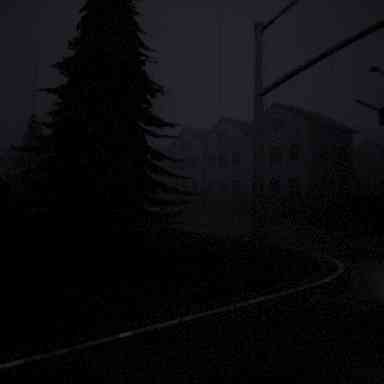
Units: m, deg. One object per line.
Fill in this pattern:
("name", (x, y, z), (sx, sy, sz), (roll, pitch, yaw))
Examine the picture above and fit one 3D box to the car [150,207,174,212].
("car", (-2.606, 1.650, 33.097), (1.994, 1.385, 4.181), (0, 0, -35))
